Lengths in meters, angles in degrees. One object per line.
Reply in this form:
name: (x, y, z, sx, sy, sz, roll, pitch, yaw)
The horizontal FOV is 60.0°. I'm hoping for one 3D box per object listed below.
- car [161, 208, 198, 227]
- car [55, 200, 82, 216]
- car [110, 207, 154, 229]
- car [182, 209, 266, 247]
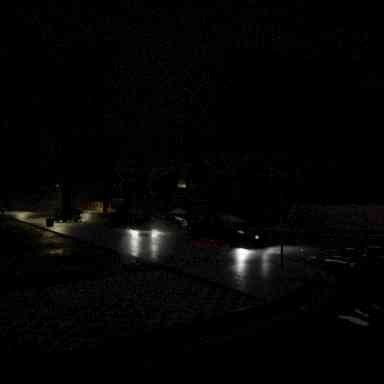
car: (-0.553, 1.918, 24.982, 2.128, 1.511, 4.902, 0, -1, -35)
car: (-15.418, 2.063, 41.214, 2.150, 2.045, 5.566, 0, -1, -35)
car: (-4.811, 1.975, 26.137, 1.882, 1.535, 5.008, 0, -1, -35)
car: (1.631, 1.795, 16.876, 1.812, 1.442, 4.674, 0, -1, -33)
